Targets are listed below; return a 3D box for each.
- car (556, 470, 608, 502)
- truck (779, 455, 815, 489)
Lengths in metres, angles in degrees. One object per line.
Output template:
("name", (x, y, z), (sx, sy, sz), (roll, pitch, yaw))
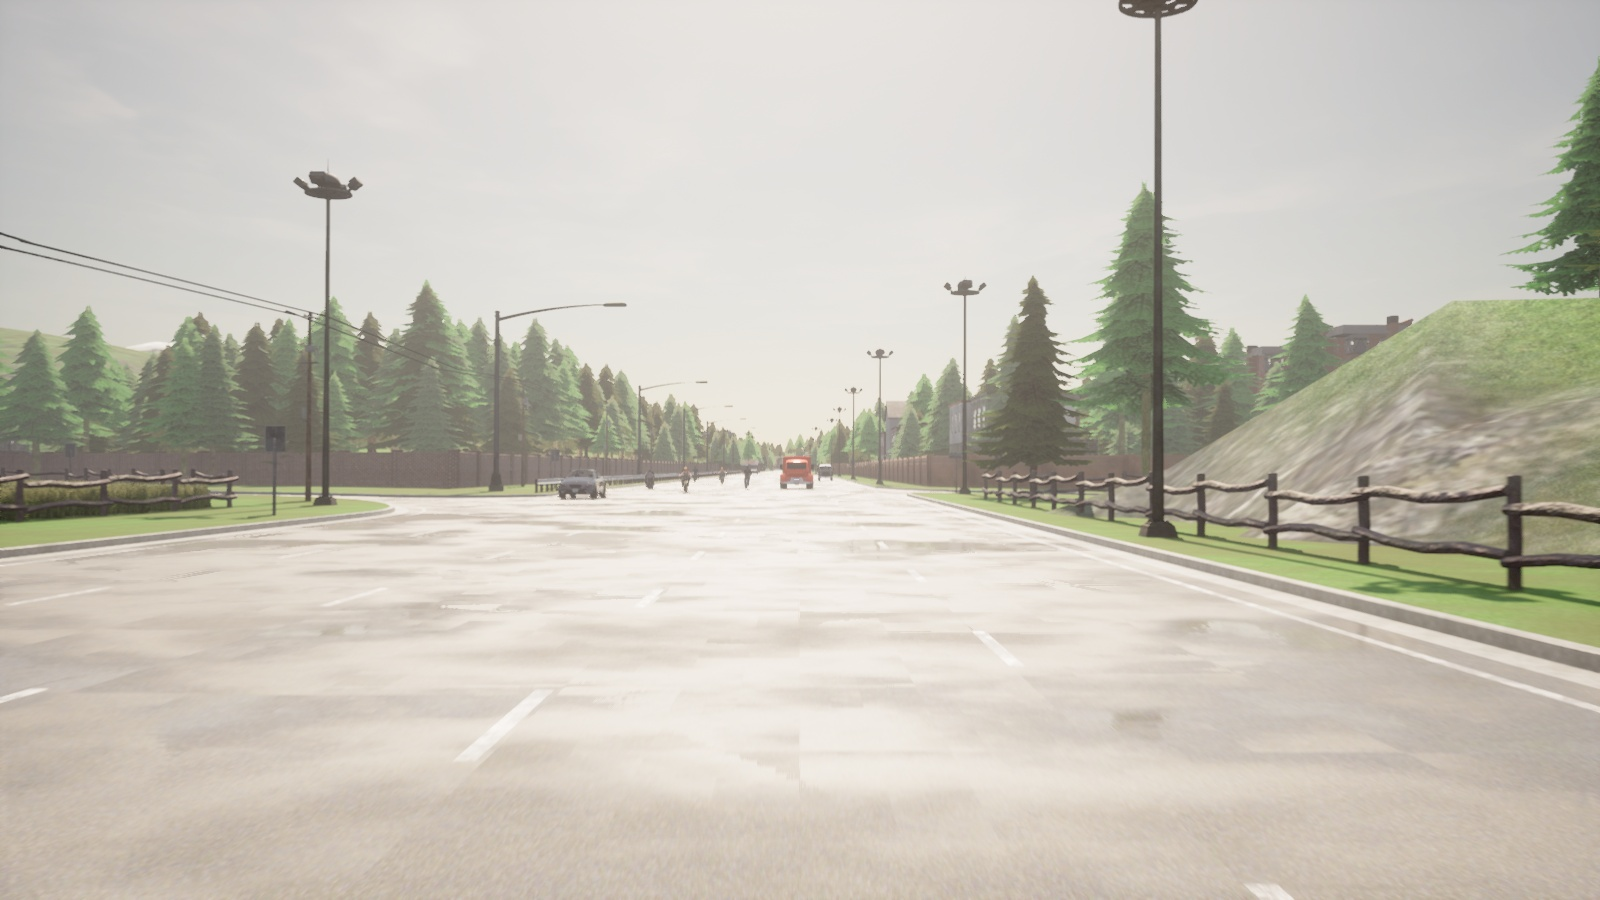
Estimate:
("car", (-10.647, 1.734, 61.494), (1.816, 1.474, 4.193), (0, -1, 0))
("truck", (-0.229, 1.662, 94.823), (2.627, 2.467, 5.204), (0, -1, 0))
